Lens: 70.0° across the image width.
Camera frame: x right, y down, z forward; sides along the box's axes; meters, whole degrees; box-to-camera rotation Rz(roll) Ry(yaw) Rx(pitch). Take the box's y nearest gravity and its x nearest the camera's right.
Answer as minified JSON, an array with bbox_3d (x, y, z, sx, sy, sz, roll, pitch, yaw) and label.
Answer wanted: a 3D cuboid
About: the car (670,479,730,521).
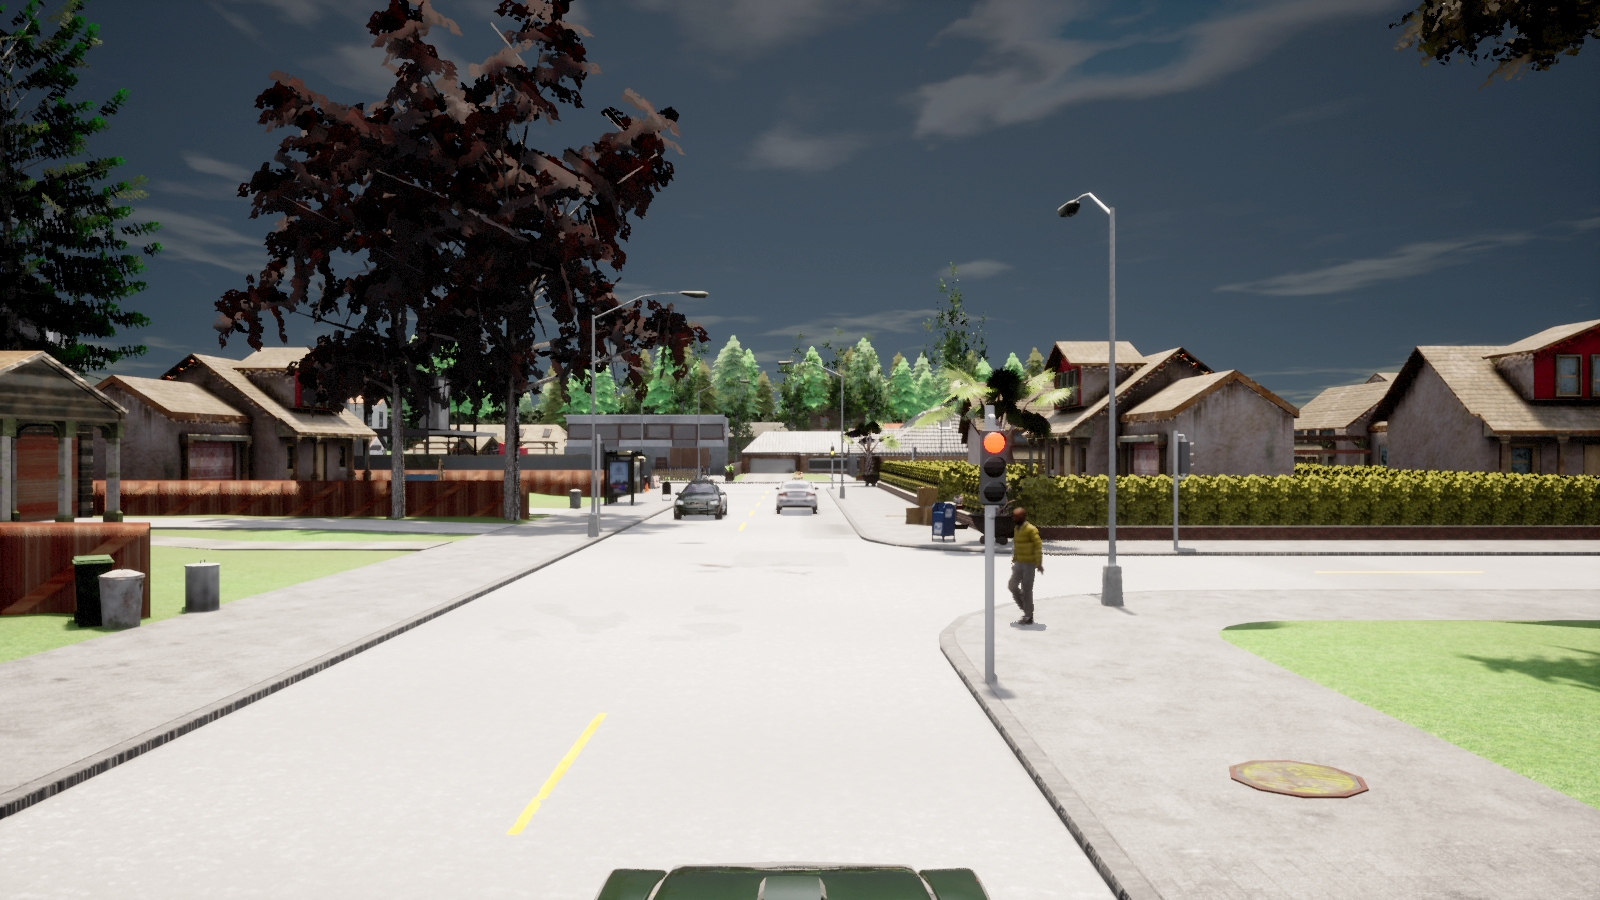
[{"bbox_3d":[-4.107,2.038,47.608,2.038,1.542,4.974,0,0,0],"label":"car"}]

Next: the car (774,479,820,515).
[{"bbox_3d":[-0.142,2.082,51.892,2.002,1.442,4.674,0,0,0],"label":"car"}]

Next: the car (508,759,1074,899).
[{"bbox_3d":[-0.028,2.155,3.193,1.895,1.301,4.718,0,0,0],"label":"car"}]

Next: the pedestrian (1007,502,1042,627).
[{"bbox_3d":[3.429,1.743,17.459,0.375,1.860,0.375,0,0,-21],"label":"pedestrian"}]
